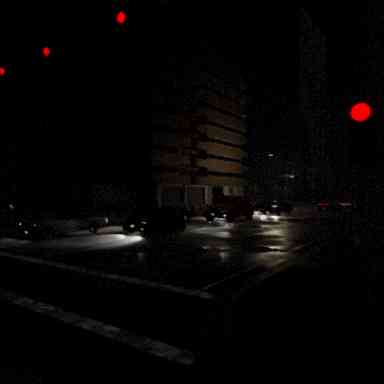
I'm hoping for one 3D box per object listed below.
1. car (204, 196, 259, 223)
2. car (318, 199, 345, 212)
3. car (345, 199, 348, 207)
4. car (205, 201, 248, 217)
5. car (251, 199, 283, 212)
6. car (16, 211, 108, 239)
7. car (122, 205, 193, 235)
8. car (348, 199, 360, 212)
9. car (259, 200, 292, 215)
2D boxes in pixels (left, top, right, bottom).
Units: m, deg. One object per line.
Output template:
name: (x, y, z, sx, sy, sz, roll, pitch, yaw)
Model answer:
car: (3.156, 1.328, 27.313, 2.150, 2.045, 5.566, -1, 0, 35)
car: (16.418, 1.570, 39.670, 1.837, 1.490, 4.892, -1, -1, 35)
car: (22.665, 1.663, 48.506, 1.895, 1.301, 4.718, -1, 0, 35)
car: (3.676, 1.682, 34.108, 2.033, 1.411, 5.357, -1, 0, 35)
car: (9.715, 1.678, 42.581, 2.033, 1.411, 5.357, -1, 0, 36)
car: (-7.179, 1.743, 18.755, 1.895, 1.301, 4.718, -1, 0, 35)
car: (-2.130, 1.674, 19.837, 1.994, 1.385, 4.181, -1, 0, 35)
car: (20.026, 1.582, 38.710, 2.033, 1.411, 5.357, -1, 0, 35)
car: (9.174, 1.649, 35.806, 2.033, 1.411, 5.357, -1, 0, 35)
